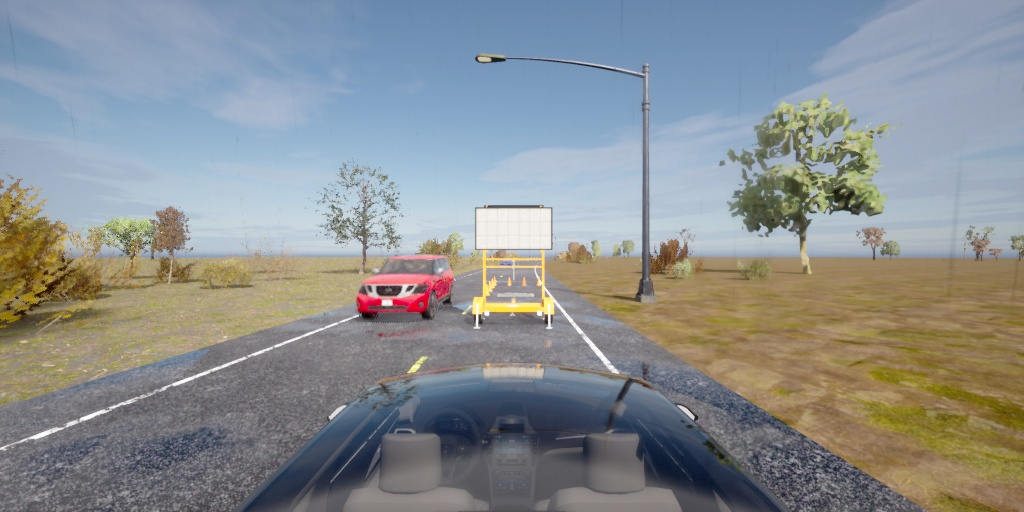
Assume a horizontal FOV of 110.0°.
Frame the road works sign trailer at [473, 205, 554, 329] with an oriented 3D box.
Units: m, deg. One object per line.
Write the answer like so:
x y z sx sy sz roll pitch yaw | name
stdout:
0.057 0.214 11.270 2.380 3.560 2.880 0 0 1 | road works sign trailer

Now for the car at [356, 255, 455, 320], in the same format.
-3.489 0.971 12.915 2.150 2.045 5.566 0 0 1 | car

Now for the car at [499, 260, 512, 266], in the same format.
-1.095 1.215 63.576 1.882 1.535 5.008 0 0 4 | car
